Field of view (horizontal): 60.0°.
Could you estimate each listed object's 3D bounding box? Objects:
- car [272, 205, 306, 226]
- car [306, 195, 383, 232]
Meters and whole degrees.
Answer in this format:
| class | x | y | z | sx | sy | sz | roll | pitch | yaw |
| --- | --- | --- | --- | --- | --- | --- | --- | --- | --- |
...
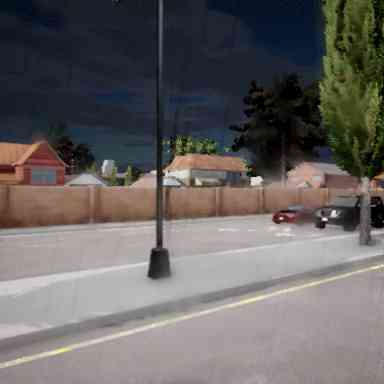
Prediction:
| class | x | y | z | sx | sy | sz | roll | pitch | yaw |
| --- | --- | --- | --- | --- | --- | --- | --- | --- | --- |
| car | 7.598 | 1.585 | 23.398 | 4.181 | 1.385 | 1.994 | 0 | 0 | -35 |
| car | 9.892 | 1.228 | 20.730 | 5.566 | 2.045 | 2.150 | 0 | 0 | -35 |
